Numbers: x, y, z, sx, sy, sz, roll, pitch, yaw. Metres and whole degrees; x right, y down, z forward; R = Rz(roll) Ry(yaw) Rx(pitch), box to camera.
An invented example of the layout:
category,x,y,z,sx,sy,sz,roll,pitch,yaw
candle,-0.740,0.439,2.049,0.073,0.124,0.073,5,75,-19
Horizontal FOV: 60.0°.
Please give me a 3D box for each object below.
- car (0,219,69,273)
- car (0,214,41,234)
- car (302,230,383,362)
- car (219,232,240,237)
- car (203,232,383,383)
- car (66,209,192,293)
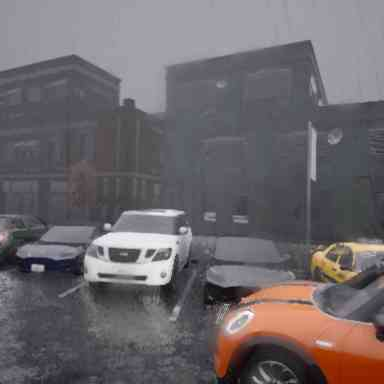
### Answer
category,x,y,z,sx,sy,sz,roll,pitch,yaw
car,-3.978,1.813,11.565,2.163,1.488,4.792,2,-3,6
car,-6.681,1.631,12.896,2.185,1.767,4.553,1,-3,6
car,4.083,1.857,7.429,1.946,1.575,5.366,2,-3,6
car,1.404,1.868,8.910,2.163,1.488,4.792,2,-3,6
car,2.570,1.563,3.746,4.553,1.767,2.097,1,-2,26
car,-1.278,1.559,10.251,2.435,2.045,5.566,2,-3,6
